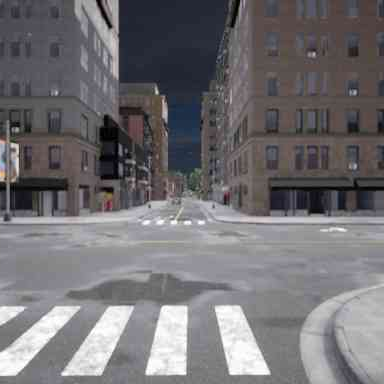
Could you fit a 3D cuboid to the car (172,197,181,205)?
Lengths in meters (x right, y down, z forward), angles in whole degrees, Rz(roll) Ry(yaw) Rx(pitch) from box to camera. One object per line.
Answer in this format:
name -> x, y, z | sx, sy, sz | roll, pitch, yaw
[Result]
car -> -3.153, 1.863, 67.592 | 2.128, 1.511, 4.902 | 0, 0, -2
